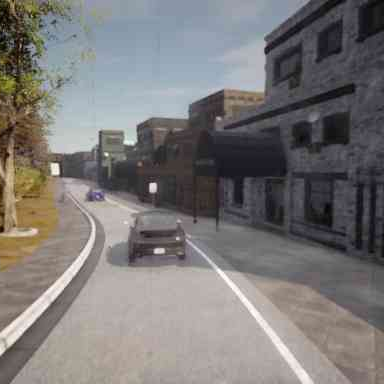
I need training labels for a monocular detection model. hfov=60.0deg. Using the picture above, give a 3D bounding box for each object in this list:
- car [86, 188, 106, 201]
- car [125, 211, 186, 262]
[{"bbox_3d":[-12.143,0.277,41.775,1.812,1.442,4.674,-2,4,-23],"label":"car"},{"bbox_3d":[-1.392,1.462,12.181,1.837,1.490,4.892,-1,1,-10],"label":"car"}]
